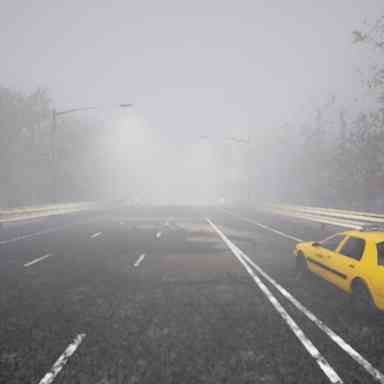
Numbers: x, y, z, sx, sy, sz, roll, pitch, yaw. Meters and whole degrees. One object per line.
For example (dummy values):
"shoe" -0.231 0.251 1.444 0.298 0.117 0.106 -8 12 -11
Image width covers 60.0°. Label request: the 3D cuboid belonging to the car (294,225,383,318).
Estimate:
"car" 3.917 1.513 7.482 1.801 1.575 5.366 0 0 -3
